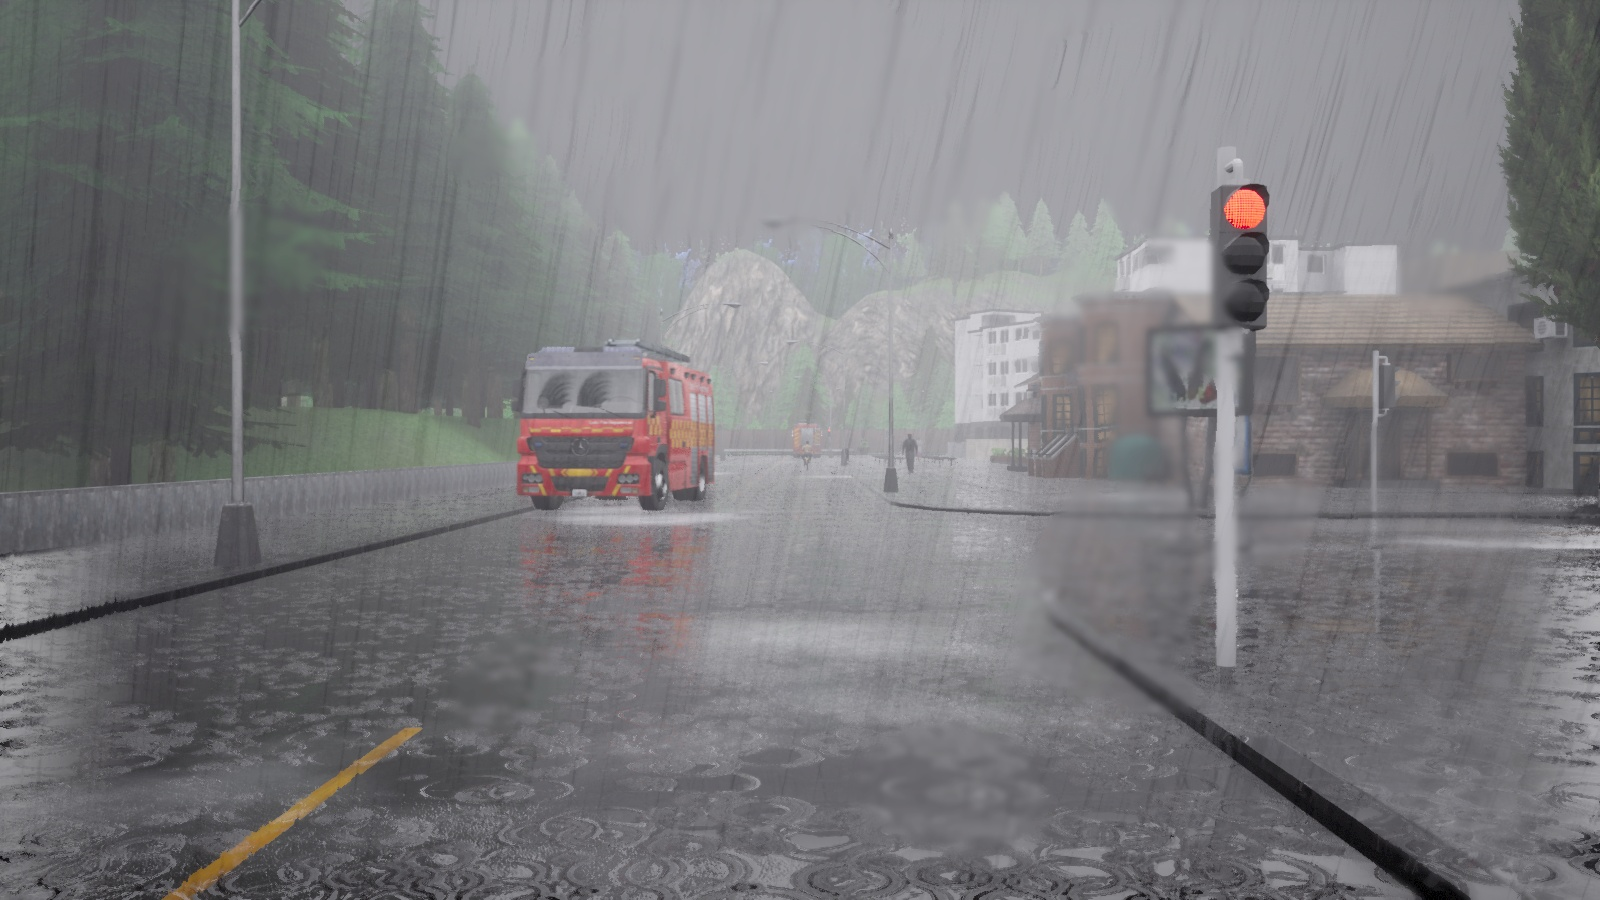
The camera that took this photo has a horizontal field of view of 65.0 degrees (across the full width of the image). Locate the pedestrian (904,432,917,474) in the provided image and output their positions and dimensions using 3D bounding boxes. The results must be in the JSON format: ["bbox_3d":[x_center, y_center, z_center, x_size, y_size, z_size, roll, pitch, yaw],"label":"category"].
[{"bbox_3d":[4.952,0.138,56.210,0.563,1.883,0.849,0,0,4],"label":"pedestrian"}]

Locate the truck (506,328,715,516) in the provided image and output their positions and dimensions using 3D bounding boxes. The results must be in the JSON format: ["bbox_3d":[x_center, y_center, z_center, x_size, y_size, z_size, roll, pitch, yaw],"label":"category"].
[{"bbox_3d":[-4.181,-0.591,29.963,2.891,3.827,8.468,0,0,6],"label":"truck"}]
